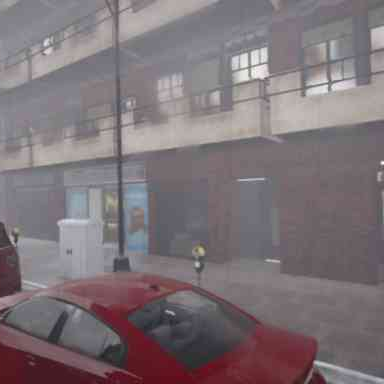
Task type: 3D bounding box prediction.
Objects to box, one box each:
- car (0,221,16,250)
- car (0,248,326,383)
[{"bbox_3d":[-5.484,1.396,6.808,5.009,1.841,2.192,-1,-1,36],"label":"car"},{"bbox_3d":[-0.973,1.572,3.586,4.507,1.381,1.887,-1,-1,36],"label":"car"}]
